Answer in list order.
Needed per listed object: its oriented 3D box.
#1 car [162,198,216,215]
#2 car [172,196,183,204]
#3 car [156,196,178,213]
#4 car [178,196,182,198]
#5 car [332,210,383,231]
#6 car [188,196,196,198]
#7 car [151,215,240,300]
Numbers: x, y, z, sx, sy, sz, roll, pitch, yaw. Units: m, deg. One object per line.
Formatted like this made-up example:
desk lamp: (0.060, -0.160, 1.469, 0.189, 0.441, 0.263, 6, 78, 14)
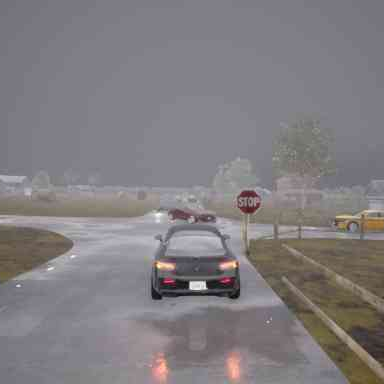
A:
car: (-0.124, 1.532, 25.451, 1.882, 1.535, 5.008, 1, 1, -32)
car: (-2.907, 1.544, 67.984, 1.882, 1.535, 5.008, 0, 0, 0)
car: (-2.926, 1.529, 37.816, 1.837, 1.490, 4.892, 0, 0, 0)
car: (-2.938, 1.601, 50.735, 1.994, 1.385, 4.181, 0, 0, 0)
car: (12.566, 2.030, 23.627, 5.008, 1.535, 1.882, 2, 0, -2)
car: (-0.050, 1.542, 66.943, 1.882, 1.535, 5.008, 0, 0, 0)
car: (0.030, 1.528, 8.309, 1.812, 1.442, 4.674, 0, 0, -2)
